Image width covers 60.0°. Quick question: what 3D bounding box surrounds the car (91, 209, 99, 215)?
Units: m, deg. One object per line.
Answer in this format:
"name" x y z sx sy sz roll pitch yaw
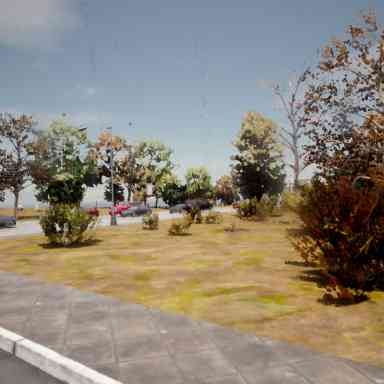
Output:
"car" -12.117 2.385 35.172 1.882 1.535 5.008 -3 -2 33

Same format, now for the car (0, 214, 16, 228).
"car" -16.988 2.453 27.684 1.994 1.385 4.181 -3 -2 34

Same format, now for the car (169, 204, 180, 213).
"car" -1.754 2.578 51.596 1.994 1.385 4.181 -3 -2 33

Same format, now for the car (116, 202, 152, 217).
"car" -7.114 2.474 43.101 1.812 1.442 4.674 -3 -2 32

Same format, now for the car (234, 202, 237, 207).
"car" 9.319 2.455 62.299 1.882 1.535 5.008 -3 -2 33

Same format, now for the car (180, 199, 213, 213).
"car" 1.106 2.066 49.330 2.150 2.045 5.566 -3 -2 31

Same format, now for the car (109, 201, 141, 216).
"car" -9.100 2.342 46.542 2.150 2.045 5.566 -3 -2 32
